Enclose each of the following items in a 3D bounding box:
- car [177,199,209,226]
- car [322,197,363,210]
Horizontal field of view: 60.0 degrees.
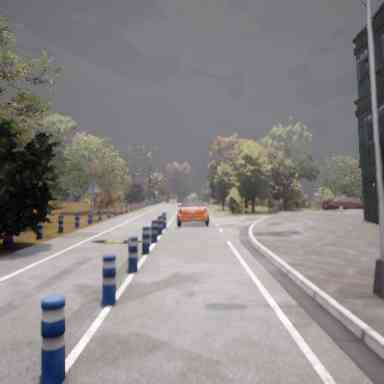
[{"bbox_3d":[0.065,1.290,23.384,2.097,1.767,4.553,-1,0,0],"label":"car"},{"bbox_3d":[15.795,1.275,34.212,5.008,1.535,1.882,0,-6,-19],"label":"car"}]
